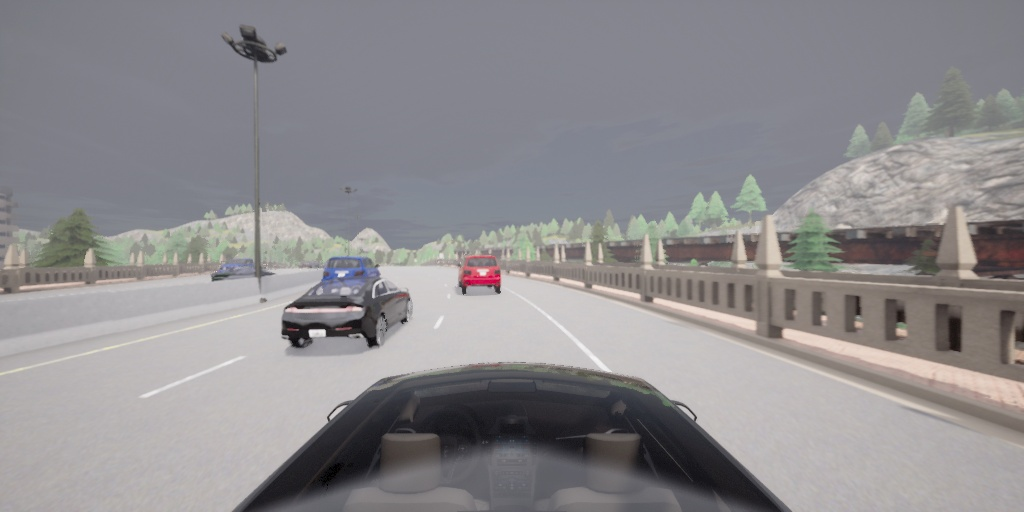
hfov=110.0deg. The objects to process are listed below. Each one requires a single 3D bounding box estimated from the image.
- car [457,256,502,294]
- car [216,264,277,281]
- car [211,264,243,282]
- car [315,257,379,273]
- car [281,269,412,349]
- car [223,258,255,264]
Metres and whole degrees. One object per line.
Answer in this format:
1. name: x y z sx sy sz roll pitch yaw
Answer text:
1. car: -1.989 1.009 21.117 2.150 2.045 5.566 0 0 -11
2. car: -17.173 1.461 23.790 1.994 1.385 4.181 0 0 -15
3. car: -22.339 1.553 29.121 1.895 1.301 4.718 0 0 -19
4. car: -8.980 1.053 20.437 2.150 2.045 5.566 0 0 -11
5. car: -3.903 1.273 9.286 2.128 1.511 4.902 0 0 -4
6. car: -29.840 1.256 39.216 2.150 2.045 5.566 0 0 -21
